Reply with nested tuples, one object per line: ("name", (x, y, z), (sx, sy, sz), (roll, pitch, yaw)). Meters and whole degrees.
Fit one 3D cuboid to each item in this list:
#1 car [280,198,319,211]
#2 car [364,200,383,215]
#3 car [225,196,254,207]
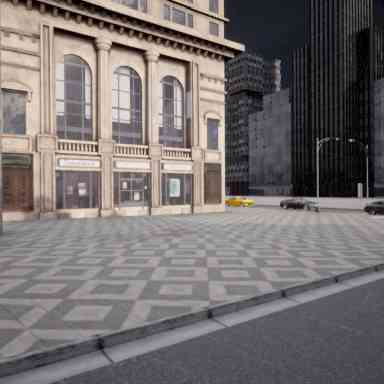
("car", (12.414, 1.414, 38.500), (2.128, 1.511, 4.902), (-1, 0, -34))
("car", (18.091, 1.477, 30.158), (1.812, 1.442, 4.674), (-1, 0, -34))
("car", (6.629, 1.371, 47.046), (1.882, 1.535, 5.008), (-1, 1, -34))
